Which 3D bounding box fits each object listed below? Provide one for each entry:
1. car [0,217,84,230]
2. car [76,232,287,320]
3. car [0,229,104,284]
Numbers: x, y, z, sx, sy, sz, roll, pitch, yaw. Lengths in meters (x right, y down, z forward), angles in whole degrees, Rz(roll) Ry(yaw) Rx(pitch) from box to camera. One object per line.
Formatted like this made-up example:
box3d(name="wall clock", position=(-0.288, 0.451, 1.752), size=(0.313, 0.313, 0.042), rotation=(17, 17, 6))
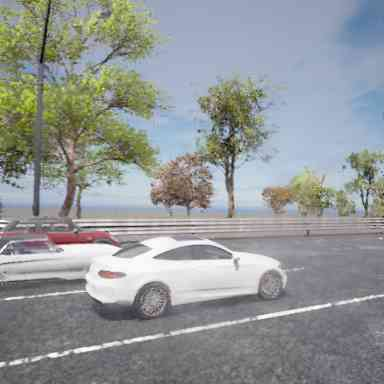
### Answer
box3d(name="car", position=(-5.109, 1.754, 12.828), size=(4.553, 1.767, 2.097), rotation=(2, -3, -28))
box3d(name="car", position=(0.007, 1.745, 7.617), size=(4.674, 1.442, 1.812), rotation=(2, -3, -28))
box3d(name="car", position=(-4.275, 1.848, 9.307), size=(4.718, 1.301, 1.895), rotation=(2, -3, -28))
